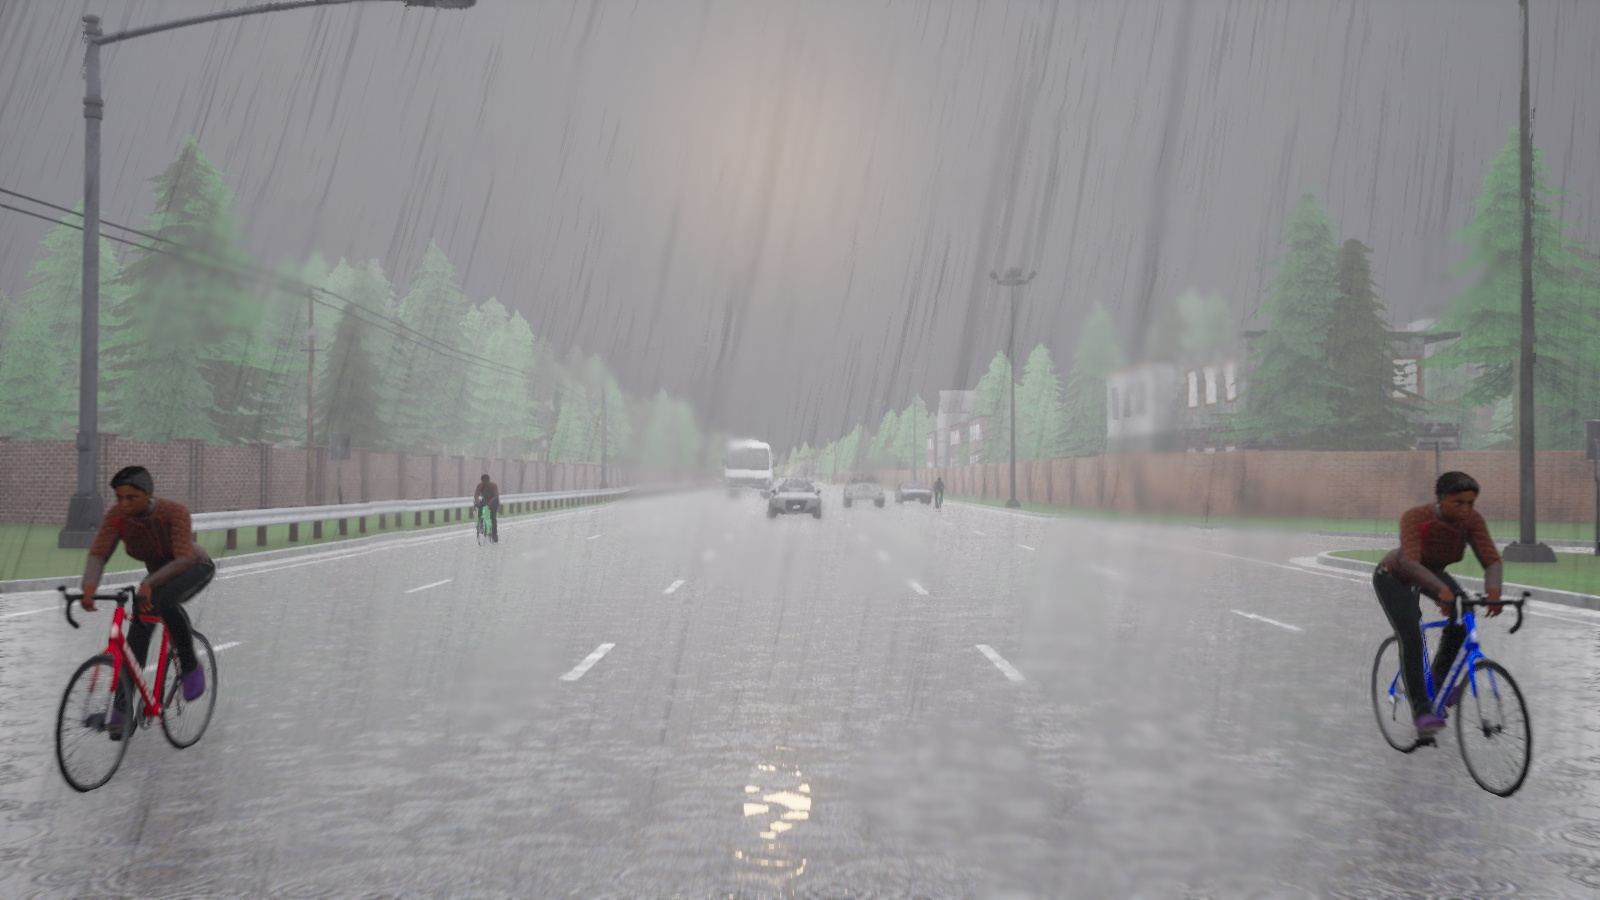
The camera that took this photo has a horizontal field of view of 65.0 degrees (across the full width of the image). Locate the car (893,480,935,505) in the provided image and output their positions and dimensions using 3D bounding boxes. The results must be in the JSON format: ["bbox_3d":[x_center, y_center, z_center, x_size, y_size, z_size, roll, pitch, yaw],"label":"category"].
[{"bbox_3d":[6.810,2.528,75.326,2.033,1.411,5.357,0,-1,0],"label":"car"}]

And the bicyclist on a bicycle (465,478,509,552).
[{"bbox_3d":[-7.072,1.440,28.397,0.582,1.620,1.656,0,-1,0],"label":"bicyclist on a bicycle"}]

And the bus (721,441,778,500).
[{"bbox_3d":[-3.746,1.608,95.933,3.944,4.253,10.273,0,-1,0],"label":"bus"}]

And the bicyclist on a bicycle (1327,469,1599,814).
[{"bbox_3d":[3.482,0.914,6.747,0.582,1.620,1.656,0,-1,0],"label":"bicyclist on a bicycle"}]

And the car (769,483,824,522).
[{"bbox_3d":[-0.120,1.952,47.577,1.994,1.385,4.181,0,-1,0],"label":"car"}]

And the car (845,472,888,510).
[{"bbox_3d":[3.337,2.063,64.189,1.932,1.855,4.605,0,-1,0],"label":"car"}]

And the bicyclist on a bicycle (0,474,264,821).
[{"bbox_3d":[-3.517,0.942,6.729,0.582,1.620,1.656,0,-1,0],"label":"bicyclist on a bicycle"}]
